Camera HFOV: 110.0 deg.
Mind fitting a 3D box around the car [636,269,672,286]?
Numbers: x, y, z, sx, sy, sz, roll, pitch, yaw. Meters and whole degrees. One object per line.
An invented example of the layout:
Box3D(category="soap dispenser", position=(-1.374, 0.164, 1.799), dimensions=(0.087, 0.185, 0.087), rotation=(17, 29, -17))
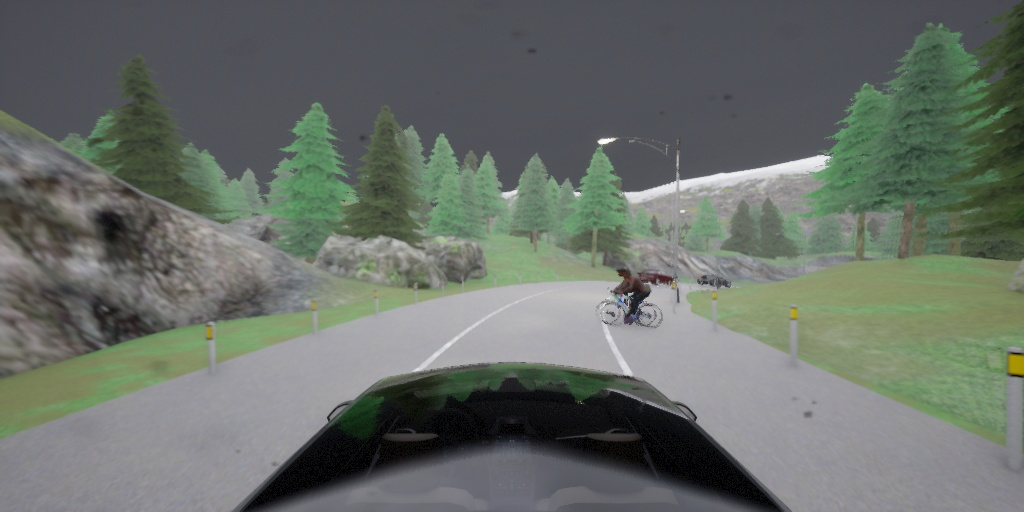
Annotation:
Box3D(category="car", position=(13.880, 2.044, 34.912), dimensions=(1.882, 1.535, 5.008), rotation=(2, -2, 45))

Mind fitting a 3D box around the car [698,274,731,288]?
Box3D(category="car", position=(24.775, 3.018, 43.801), dimensions=(4.892, 1.490, 1.837), rotation=(4, 0, -32))

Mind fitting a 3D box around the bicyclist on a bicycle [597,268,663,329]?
Box3D(category="bicyclist on a bicycle", position=(3.284, 1.177, 9.847), dimensions=(1.656, 1.620, 0.582), rotation=(1, 1, 10))
